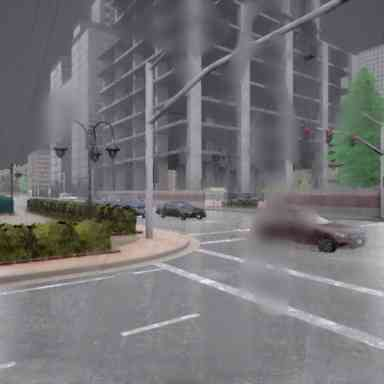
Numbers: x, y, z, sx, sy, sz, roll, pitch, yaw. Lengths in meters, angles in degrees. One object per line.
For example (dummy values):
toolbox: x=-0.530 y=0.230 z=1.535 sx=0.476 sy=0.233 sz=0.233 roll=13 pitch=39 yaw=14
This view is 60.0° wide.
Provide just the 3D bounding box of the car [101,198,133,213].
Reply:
car: x=-8.618 y=1.474 z=37.938 sx=1.812 sy=1.442 sz=4.674 roll=0 pitch=0 yaw=-36

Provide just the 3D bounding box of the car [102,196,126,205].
car: x=-13.356 y=1.440 z=56.684 sx=2.128 sy=1.511 sz=4.902 roll=0 pitch=0 yaw=-36

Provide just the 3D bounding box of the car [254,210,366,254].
car: x=4.616 y=1.509 z=13.749 sx=1.812 sy=1.442 sz=4.674 roll=0 pitch=0 yaw=-36

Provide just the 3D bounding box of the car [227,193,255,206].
car: x=7.080 y=1.121 z=50.644 sx=1.905 sy=1.878 sz=3.866 roll=0 pitch=0 yaw=-36

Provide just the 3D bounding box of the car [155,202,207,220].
car: x=-1.052 y=1.495 z=27.503 sx=2.033 sy=1.411 sz=5.357 roll=0 pitch=0 yaw=-36

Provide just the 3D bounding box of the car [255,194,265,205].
car: x=9.469 y=1.122 z=52.359 sx=1.905 sy=1.878 sz=3.866 roll=0 pitch=0 yaw=-36

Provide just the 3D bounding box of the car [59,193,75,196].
car: x=-19.959 y=1.174 z=53.673 sx=2.150 sy=2.045 sz=5.566 roll=0 pitch=0 yaw=-36

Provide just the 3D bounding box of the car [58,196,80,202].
car: x=-15.740 y=1.510 z=41.783 sx=1.994 sy=1.385 sz=4.181 roll=0 pitch=0 yaw=-36

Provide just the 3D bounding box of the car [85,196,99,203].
car: x=-19.461 y=1.441 z=65.094 sx=2.128 sy=1.511 sz=4.902 roll=0 pitch=0 yaw=-36

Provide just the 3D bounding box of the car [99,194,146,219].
car: x=-5.423 y=1.168 z=27.564 sx=2.150 sy=2.045 sz=5.566 roll=0 pitch=0 yaw=-36
